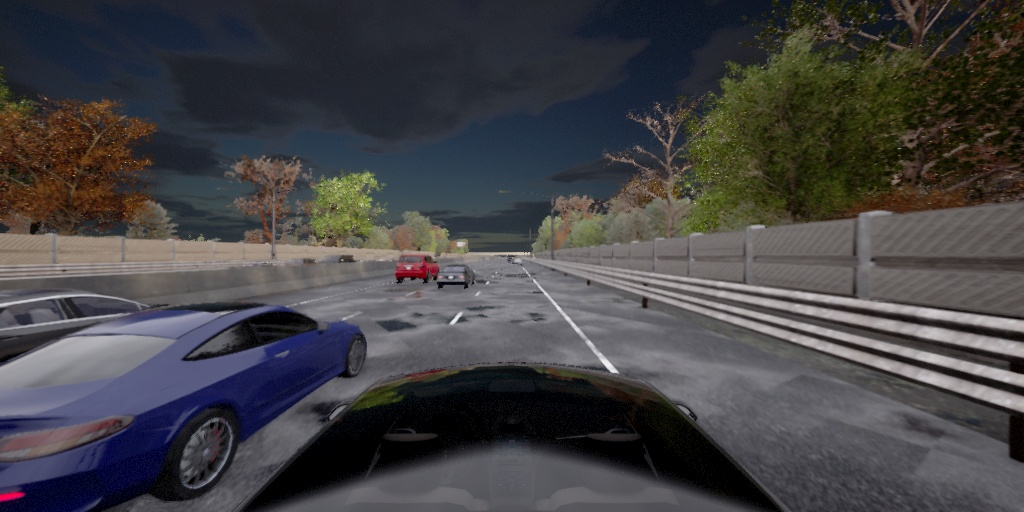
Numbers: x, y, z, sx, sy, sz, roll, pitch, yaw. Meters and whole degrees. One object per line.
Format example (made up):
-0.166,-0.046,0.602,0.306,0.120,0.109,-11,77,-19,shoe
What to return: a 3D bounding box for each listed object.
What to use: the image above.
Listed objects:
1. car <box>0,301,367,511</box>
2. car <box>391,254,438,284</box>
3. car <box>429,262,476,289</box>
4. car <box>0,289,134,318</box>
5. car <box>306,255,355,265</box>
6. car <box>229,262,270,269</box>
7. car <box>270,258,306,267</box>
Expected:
-3.436,1.267,4.298,1.812,1.442,4.674,0,0,0,car
-6.911,0.904,26.654,2.150,2.045,5.566,0,0,0,car
-3.420,1.240,22.586,2.033,1.411,5.357,0,0,0,car
-6.928,1.231,5.275,2.128,1.511,4.902,0,0,0,car
-17.602,0.883,35.697,2.150,2.045,5.566,0,0,0,car
-24.601,1.266,34.372,1.895,1.301,4.718,0,0,0,car
-21.097,1.015,35.427,2.097,1.767,4.553,0,0,0,car
